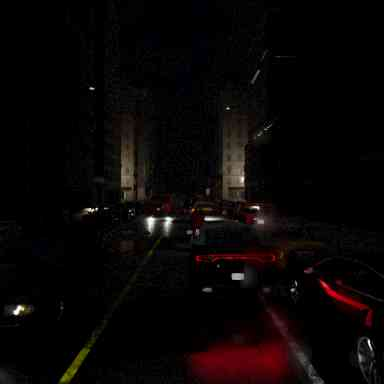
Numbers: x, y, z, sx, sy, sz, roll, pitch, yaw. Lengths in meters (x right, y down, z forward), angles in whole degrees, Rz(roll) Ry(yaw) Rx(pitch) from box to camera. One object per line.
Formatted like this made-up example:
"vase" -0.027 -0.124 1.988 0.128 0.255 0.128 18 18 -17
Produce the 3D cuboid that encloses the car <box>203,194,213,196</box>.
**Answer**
"car" 2.742 1.310 54.702 2.192 1.841 5.009 0 0 0

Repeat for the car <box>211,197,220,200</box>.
"car" 2.800 1.438 27.084 1.967 1.590 4.097 0 0 0

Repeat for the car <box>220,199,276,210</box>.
"car" 2.824 1.314 16.036 2.192 1.841 5.009 0 0 0

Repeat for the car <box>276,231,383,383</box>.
"car" 2.847 1.566 4.990 1.947 1.339 4.313 0 0 0

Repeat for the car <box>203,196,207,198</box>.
"car" 2.765 1.547 43.655 2.008 1.369 4.403 0 0 0

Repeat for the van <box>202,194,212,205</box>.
"van" 2.730 1.336 60.226 1.690 1.788 3.998 0 0 0

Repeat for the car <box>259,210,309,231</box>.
"car" 2.835 1.525 10.683 1.752 1.417 4.829 0 0 0

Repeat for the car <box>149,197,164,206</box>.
"car" -5.784 1.561 54.677 1.947 1.339 4.313 0 0 0

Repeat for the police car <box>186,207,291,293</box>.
"police car" 0.880 1.425 8.999 1.930 1.638 5.238 0 0 0

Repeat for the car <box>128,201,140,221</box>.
"car" -5.726 1.564 27.052 1.947 1.339 4.313 0 0 0

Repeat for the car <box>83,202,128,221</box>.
"car" -5.714 1.543 21.527 1.887 1.381 4.507 0 0 0

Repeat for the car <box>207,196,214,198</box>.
"car" 2.788 1.437 32.607 1.967 1.590 4.097 0 0 0

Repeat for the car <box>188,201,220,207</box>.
"car" 0.860 1.477 18.889 1.882 1.535 5.008 0 0 0

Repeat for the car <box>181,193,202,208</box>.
"car" -0.087 1.348 46.854 2.097 1.767 4.553 0 0 0

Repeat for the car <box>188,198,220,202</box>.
"car" 0.847 1.476 24.889 1.882 1.535 5.008 0 0 0

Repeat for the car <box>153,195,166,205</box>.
"car" -5.796 1.435 60.202 1.967 1.590 4.097 0 0 0

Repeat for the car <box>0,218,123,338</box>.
"car" -3.115 1.547 7.163 2.033 1.411 5.357 0 0 0

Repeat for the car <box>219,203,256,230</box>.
"car" 2.811 1.524 21.730 1.752 1.417 4.829 0 0 0

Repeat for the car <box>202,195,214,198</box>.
"car" 2.753 1.562 49.178 1.947 1.339 4.313 0 0 0

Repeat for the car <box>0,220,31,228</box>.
"car" -5.691 1.581 10.477 1.802 1.307 4.206 0 0 0

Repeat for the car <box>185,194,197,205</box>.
"car" -0.129 1.347 60.259 2.097 1.767 4.553 0 0 0

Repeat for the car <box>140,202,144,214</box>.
"car" -5.737 1.563 32.577 1.947 1.339 4.313 0 0 0

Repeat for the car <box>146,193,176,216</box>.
"car" -3.070 1.218 32.943 2.150 2.045 5.566 0 0 0

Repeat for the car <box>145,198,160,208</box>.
"car" -5.773 1.578 49.152 1.802 1.307 4.206 0 0 0
